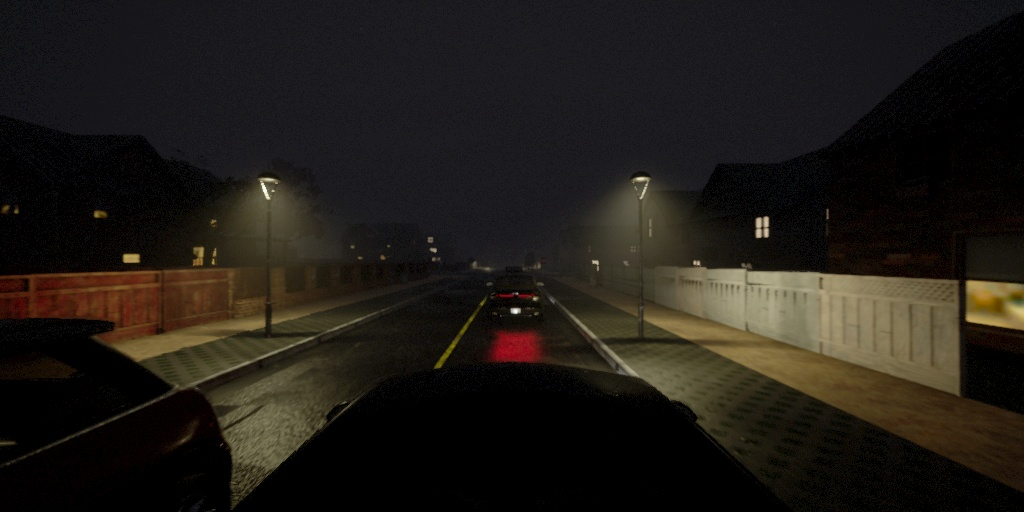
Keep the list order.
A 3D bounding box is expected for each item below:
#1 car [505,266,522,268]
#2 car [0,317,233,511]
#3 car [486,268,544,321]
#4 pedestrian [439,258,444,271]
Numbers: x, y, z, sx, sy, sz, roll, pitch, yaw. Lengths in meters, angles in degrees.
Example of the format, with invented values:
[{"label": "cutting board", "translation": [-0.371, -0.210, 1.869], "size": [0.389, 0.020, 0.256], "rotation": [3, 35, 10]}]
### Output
[{"label": "car", "translation": [0.135, 1.553, 28.609], "size": [1.837, 1.490, 4.892], "rotation": [0, -1, 0]}, {"label": "car", "translation": [-2.854, 1.087, 0.370], "size": [2.097, 1.767, 4.553], "rotation": [0, -1, 0]}, {"label": "car", "translation": [0.114, 1.381, 13.067], "size": [1.837, 1.490, 4.892], "rotation": [0, 0, 0]}, {"label": "pedestrian", "translation": [-9.617, 1.146, 48.704], "size": [0.375, 1.860, 0.375], "rotation": [0, -1, 1]}]
